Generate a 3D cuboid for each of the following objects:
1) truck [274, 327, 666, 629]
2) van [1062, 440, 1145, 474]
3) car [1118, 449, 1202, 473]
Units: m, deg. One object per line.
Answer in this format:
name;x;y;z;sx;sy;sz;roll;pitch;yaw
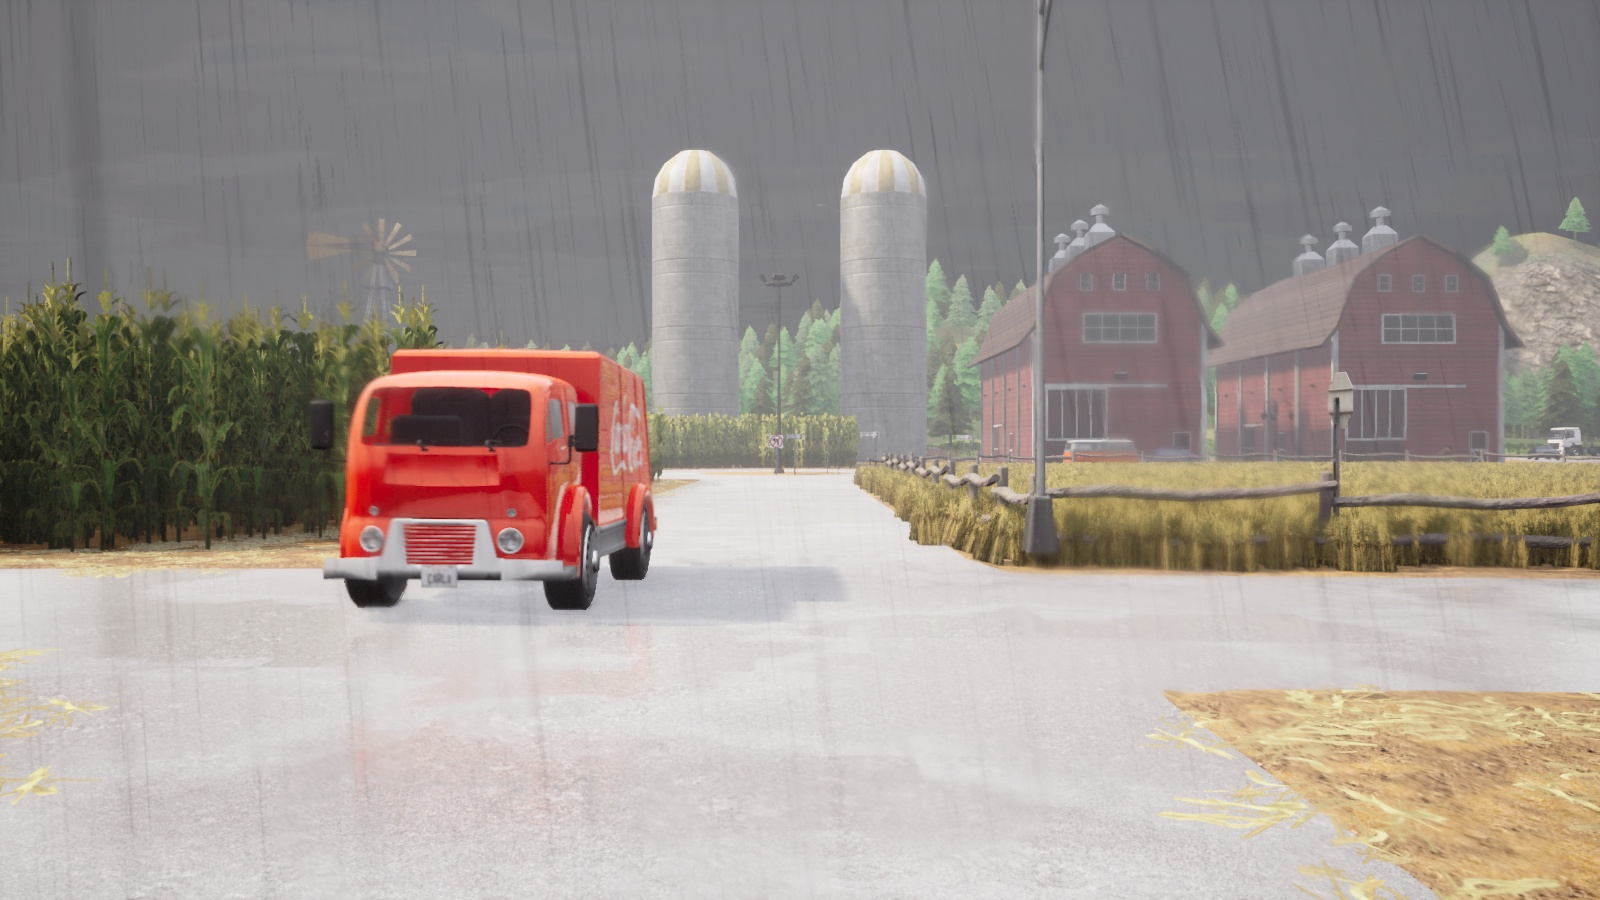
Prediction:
truck;-3.005;0.236;12.988;2.627;2.467;5.204;1;0;0
van;17.882;0.411;74.123;4.442;1.987;1.775;0;0;-5
car;22.331;0.670;77.891;4.674;1.442;1.812;0;0;-3
